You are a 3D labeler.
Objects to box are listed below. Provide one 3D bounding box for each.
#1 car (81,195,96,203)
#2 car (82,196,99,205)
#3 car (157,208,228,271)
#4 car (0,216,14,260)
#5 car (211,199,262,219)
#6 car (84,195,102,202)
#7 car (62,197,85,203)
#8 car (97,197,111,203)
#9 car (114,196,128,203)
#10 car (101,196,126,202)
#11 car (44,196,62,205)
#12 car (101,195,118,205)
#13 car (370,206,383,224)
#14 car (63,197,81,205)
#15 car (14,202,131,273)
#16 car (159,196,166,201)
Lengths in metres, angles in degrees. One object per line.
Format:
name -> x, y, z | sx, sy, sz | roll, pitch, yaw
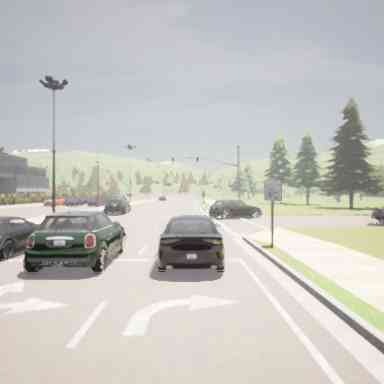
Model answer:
car -> -23.160, 1.546, 74.647 | 2.097, 1.767, 4.553 | 0, 0, 0
car -> -19.676, 1.643, 64.746 | 1.882, 1.535, 5.008 | 0, 0, 0
car -> -0.038, 1.506, 10.994 | 1.882, 1.535, 5.008 | 0, 0, -1
car -> -7.092, 1.596, 12.540 | 1.994, 1.385, 4.181 | 0, 0, -1
car -> 3.866, 1.425, 29.189 | 4.553, 1.767, 2.097 | 0, 0, -24
car -> -16.190, 1.649, 56.400 | 1.837, 1.490, 4.892 | 0, 0, 0
car -> -19.691, 1.708, 55.991 | 1.994, 1.385, 4.181 | 0, 0, 0
car -> -19.660, 1.786, 74.753 | 1.895, 1.301, 4.718 | 0, 0, 0
car -> -16.158, 1.718, 75.579 | 2.128, 1.511, 4.902 | 0, 0, 0
car -> -7.905, 1.443, 35.731 | 2.097, 1.767, 4.553 | 0, 0, -2
car -> -23.191, 1.496, 56.156 | 2.097, 1.767, 4.553 | 0, 0, 0
car -> -16.175, 1.519, 65.575 | 2.097, 1.767, 4.553 | 0, 0, 0
car -> 15.053, 1.548, 23.046 | 4.902, 1.511, 2.128 | 0, 0, 2
car -> -23.177, 1.729, 64.485 | 1.994, 1.385, 4.181 | 0, 0, 0
car -> -3.557, 1.381, 10.962 | 2.097, 1.767, 4.553 | 0, 0, -1
car -> -8.138, 1.758, 92.135 | 2.128, 1.511, 4.902 | 0, 0, 0
